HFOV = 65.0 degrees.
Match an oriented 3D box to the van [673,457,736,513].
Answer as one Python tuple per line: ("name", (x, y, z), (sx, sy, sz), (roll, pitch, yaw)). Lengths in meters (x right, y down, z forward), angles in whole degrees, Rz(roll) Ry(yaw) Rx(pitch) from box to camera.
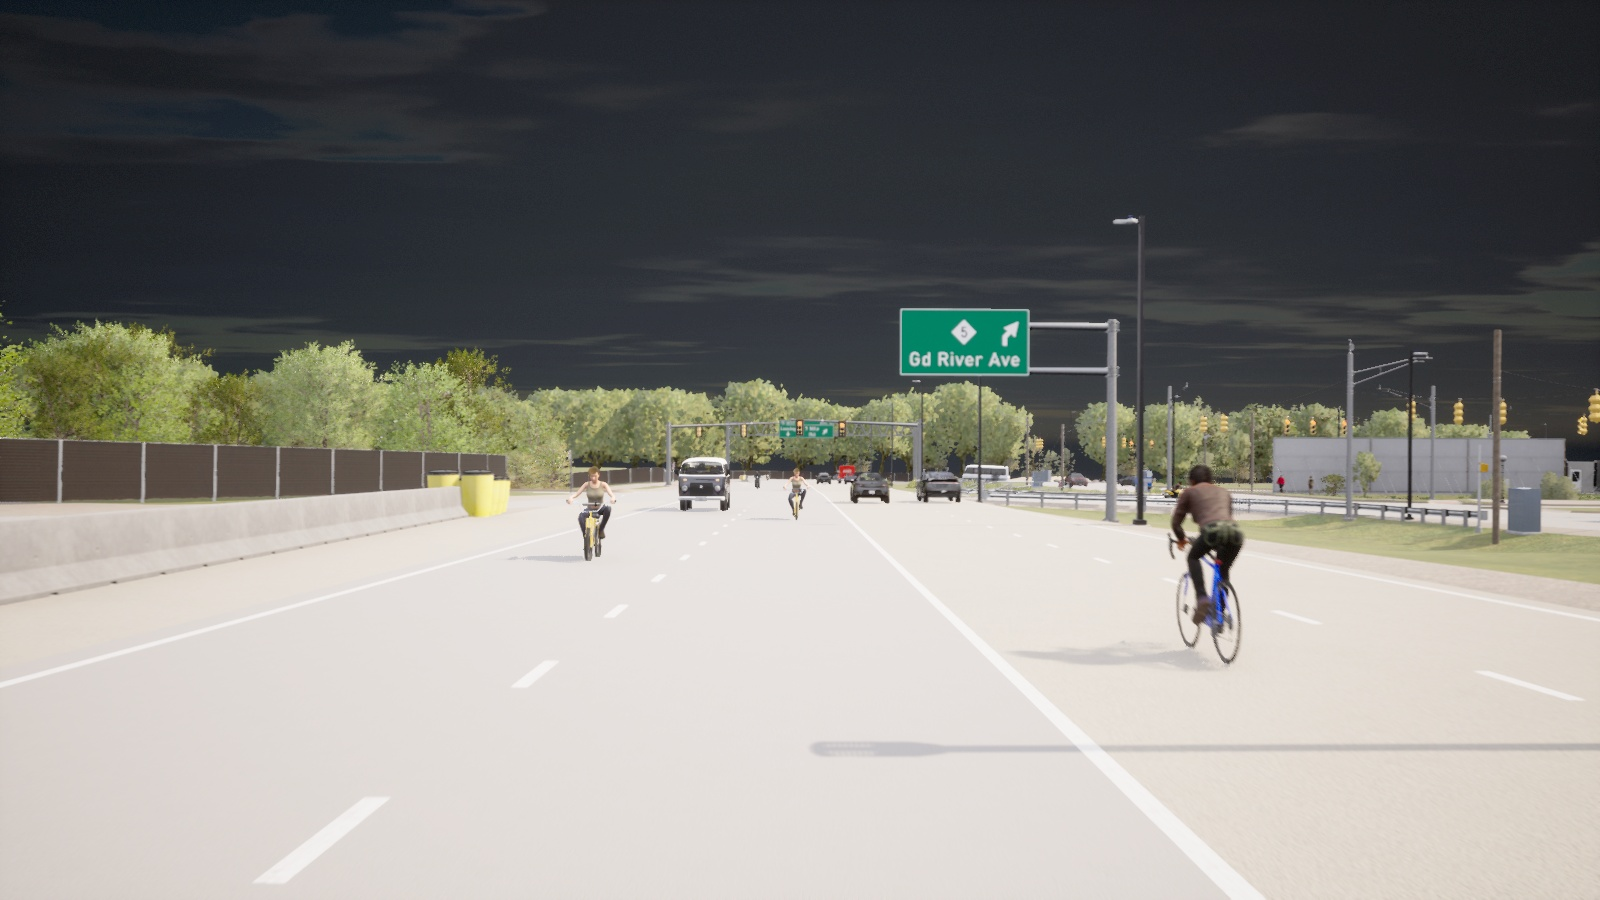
("van", (-3.613, 1.315, 48.116), (2.069, 2.038, 4.480), (0, -1, 0))

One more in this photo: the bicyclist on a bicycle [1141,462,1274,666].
("bicyclist on a bicycle", (3.474, 0.928, 10.846), (0.582, 1.620, 1.656), (0, -1, 0))

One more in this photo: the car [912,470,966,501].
("car", (6.855, 1.730, 62.370), (2.128, 1.511, 4.902), (0, -1, 0))

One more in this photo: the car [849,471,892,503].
("car", (3.359, 1.775, 60.723), (1.816, 1.474, 4.193), (0, -1, 0))

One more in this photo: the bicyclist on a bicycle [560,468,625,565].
("bicyclist on a bicycle", (-3.550, 1.115, 21.613), (0.866, 1.612, 1.509), (0, -1, 0))
